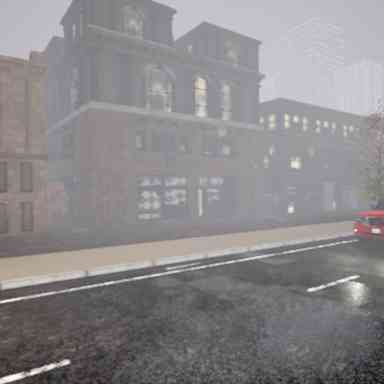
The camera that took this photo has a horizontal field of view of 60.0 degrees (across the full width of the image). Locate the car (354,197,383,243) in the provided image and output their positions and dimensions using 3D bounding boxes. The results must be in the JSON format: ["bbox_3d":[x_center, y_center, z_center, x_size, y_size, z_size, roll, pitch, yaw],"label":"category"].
[{"bbox_3d":[9.272,1.101,14.281,5.566,2.045,2.150,-1,0,-35],"label":"car"}]
